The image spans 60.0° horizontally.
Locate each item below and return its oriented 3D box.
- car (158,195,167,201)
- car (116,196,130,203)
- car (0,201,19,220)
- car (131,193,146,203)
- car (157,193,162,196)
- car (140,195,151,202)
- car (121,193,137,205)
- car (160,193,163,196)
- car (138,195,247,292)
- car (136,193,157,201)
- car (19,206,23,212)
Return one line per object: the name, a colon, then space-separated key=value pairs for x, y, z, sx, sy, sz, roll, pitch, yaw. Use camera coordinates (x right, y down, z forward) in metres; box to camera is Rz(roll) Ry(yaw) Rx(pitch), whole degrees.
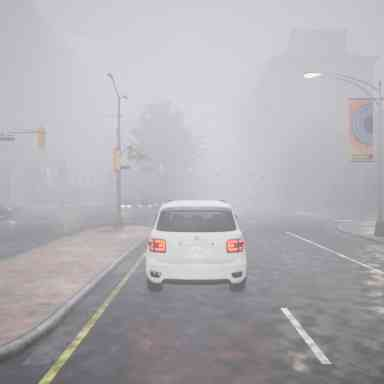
car: x=-7.649 y=1.552 z=86.305 sx=1.994 sy=1.385 sz=4.181 roll=0 pitch=0 yaw=0
car: x=-14.466 y=1.595 z=69.824 sx=1.895 sy=1.301 sz=4.718 roll=0 pitch=0 yaw=0
car: x=-16.597 y=1.352 z=26.878 sx=4.553 sy=1.767 sz=2.097 roll=0 pitch=0 yaw=29
car: x=-11.218 y=1.225 z=69.691 sx=2.150 sy=2.045 sz=5.566 roll=0 pitch=0 yaw=0
car: x=-7.753 y=1.525 z=66.873 sx=1.812 sy=1.442 sz=4.674 roll=0 pitch=0 yaw=1
car: x=-11.175 y=1.525 z=80.129 sx=2.128 sy=1.511 sz=4.902 roll=0 pitch=0 yaw=0
car: x=-11.326 y=1.491 z=59.772 sx=2.128 sy=1.511 sz=4.902 roll=0 pitch=0 yaw=1
car: x=-7.690 y=1.225 z=76.490 sx=2.150 sy=2.045 sz=5.566 roll=0 pitch=0 yaw=0
car: x=0.108 y=1.221 z=9.101 sx=2.150 sy=2.045 sz=5.566 roll=0 pitch=0 yaw=1
car: x=-7.845 y=1.352 z=57.989 sx=2.097 sy=1.767 sz=4.553 roll=0 pitch=0 yaw=0
car: x=-20.112 y=1.548 z=33.483 sx=5.357 sy=1.411 sz=2.033 roll=0 pitch=0 yaw=-8
